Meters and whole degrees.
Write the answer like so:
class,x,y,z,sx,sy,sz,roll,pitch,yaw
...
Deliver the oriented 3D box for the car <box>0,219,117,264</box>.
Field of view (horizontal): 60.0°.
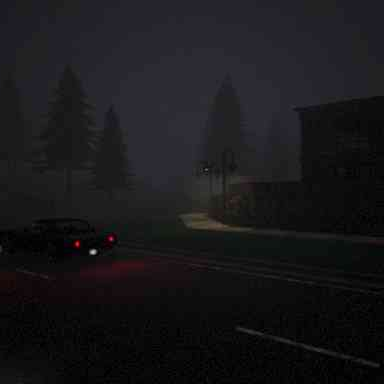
class,x,y,z,sx,sy,sz,roll,pitch,yaw
car,-4.922,1.601,11.805,4.718,1.301,1.895,0,0,36
